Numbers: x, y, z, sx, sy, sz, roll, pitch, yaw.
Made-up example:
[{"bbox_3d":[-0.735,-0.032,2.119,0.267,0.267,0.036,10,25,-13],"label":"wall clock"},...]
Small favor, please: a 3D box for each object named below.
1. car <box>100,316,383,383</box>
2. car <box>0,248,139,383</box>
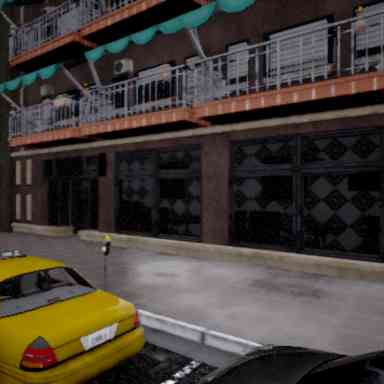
[{"bbox_3d":[1.761,1.566,1.617,4.313,1.339,1.947,0,0,35],"label":"car"},{"bbox_3d":[-2.874,1.524,4.923,4.829,1.417,1.752,0,0,35],"label":"car"}]
